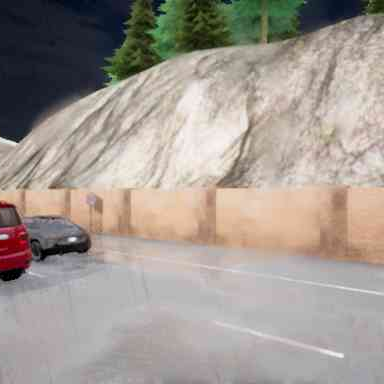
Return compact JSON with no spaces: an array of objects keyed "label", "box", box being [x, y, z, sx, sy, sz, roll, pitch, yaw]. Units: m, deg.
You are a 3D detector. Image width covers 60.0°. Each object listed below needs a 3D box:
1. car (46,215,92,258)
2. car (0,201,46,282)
[{"label":"car","box":[-5.639,1.561,12.316,4.181,1.385,1.994,0,0,36]},{"label":"car","box":[-6.376,1.219,8.543,5.566,2.045,2.150,0,0,36]}]
